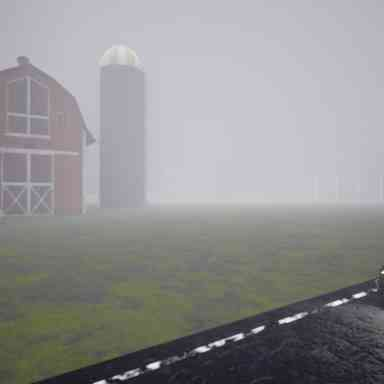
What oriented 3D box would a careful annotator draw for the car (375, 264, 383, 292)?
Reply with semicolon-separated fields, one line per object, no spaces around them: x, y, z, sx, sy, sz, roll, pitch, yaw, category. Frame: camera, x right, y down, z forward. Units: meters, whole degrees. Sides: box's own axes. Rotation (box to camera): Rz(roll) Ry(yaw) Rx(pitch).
6.348;1.549;7.599;5.357;1.411;2.033;0;0;-36;car
